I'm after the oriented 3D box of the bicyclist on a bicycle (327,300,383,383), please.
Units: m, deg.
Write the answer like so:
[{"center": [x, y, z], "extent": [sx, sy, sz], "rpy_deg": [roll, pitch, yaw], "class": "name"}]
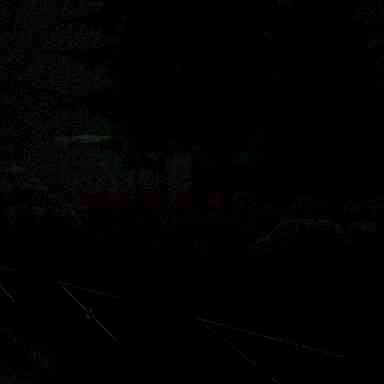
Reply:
[{"center": [1.908, 1.319, 2.637], "extent": [1.656, 1.620, 0.582], "rpy_deg": [-3, -2, 37], "class": "bicyclist on a bicycle"}]
